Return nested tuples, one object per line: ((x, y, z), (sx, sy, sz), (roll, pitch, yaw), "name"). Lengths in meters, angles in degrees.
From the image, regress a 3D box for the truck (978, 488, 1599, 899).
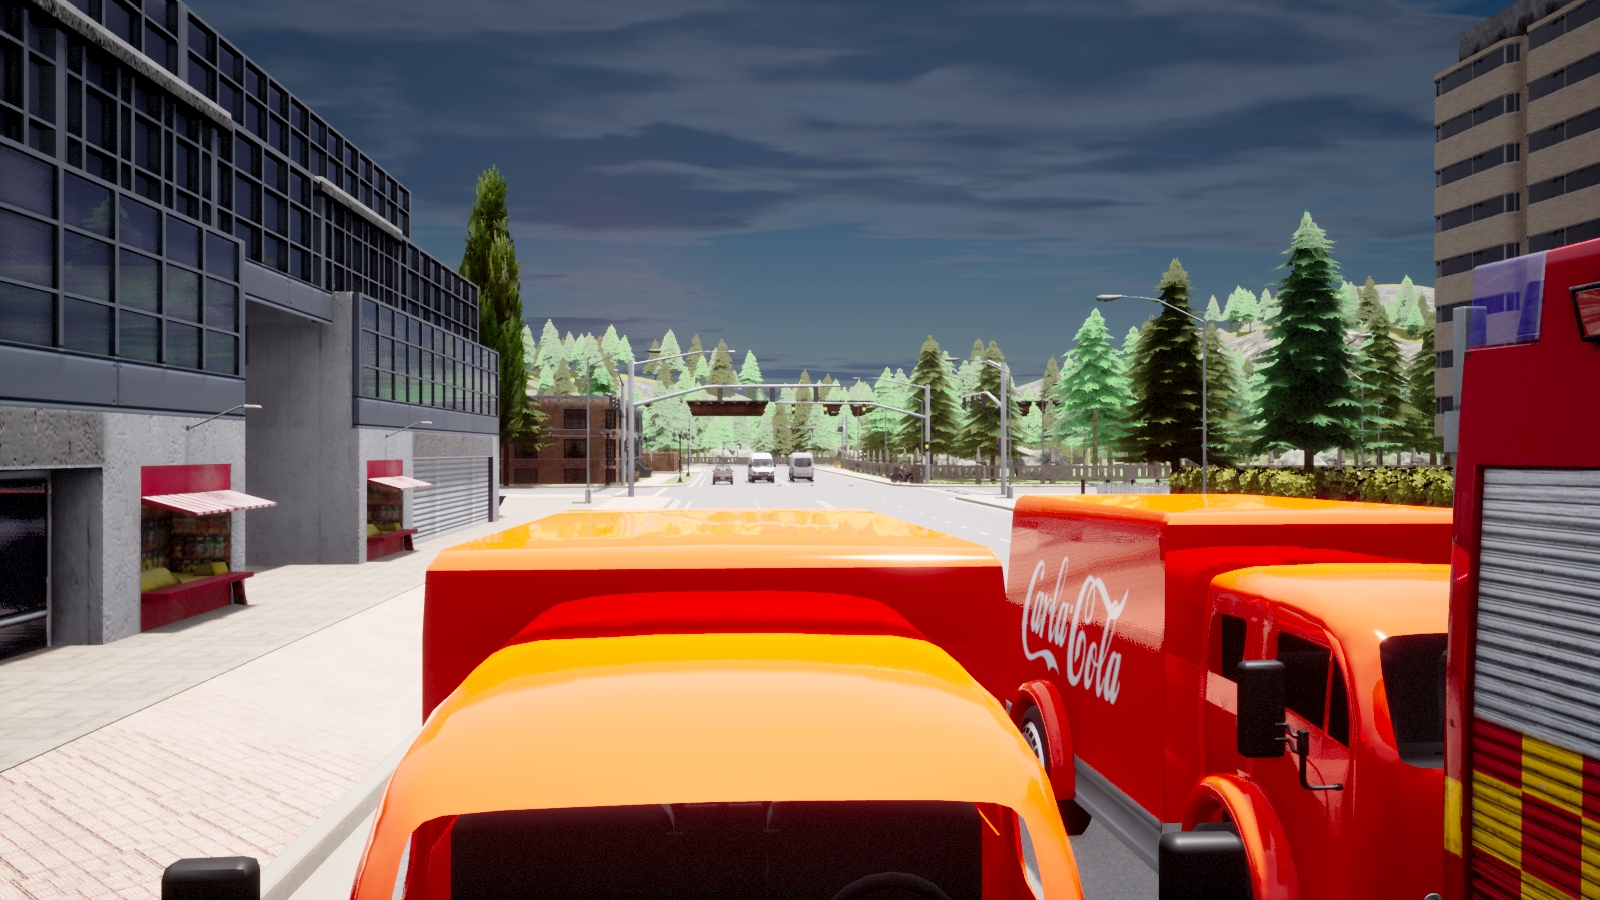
((3.003, 1.568, 7.234), (2.627, 2.467, 5.204), (0, 0, -4), "truck")

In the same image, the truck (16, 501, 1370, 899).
((-0.347, 1.568, 4.821), (2.627, 2.467, 5.204), (0, 0, -4), "truck")
